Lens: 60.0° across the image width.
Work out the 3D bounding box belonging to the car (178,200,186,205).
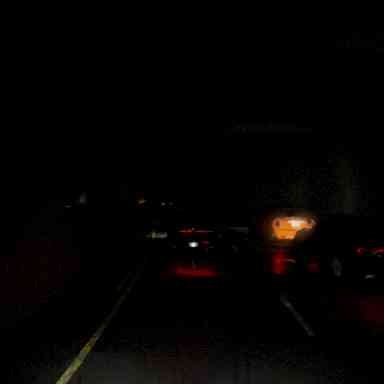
[{"bbox_3d":[-2.347,1.550,40.488,1.895,1.301,4.718,1,0,-22],"label":"car"}]

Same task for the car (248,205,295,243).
[{"bbox_3d":[4.308,1.431,16.589,2.097,1.767,4.553,1,0,-6],"label":"car"}]

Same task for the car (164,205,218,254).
[{"bbox_3d":[-0.090,1.501,13.541,1.837,1.490,4.892,1,0,-4],"label":"car"}]

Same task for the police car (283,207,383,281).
[{"bbox_3d":[4.707,1.514,10.323,1.930,1.638,5.238,1,0,-2],"label":"police car"}]

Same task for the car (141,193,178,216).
[{"bbox_3d":[-3.274,1.154,32.220,2.150,2.045,5.566,1,0,-15],"label":"car"}]

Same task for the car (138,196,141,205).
[{"bbox_3d":[-8.618,1.305,52.914,1.882,1.535,5.008,1,0,-40],"label":"car"}]
